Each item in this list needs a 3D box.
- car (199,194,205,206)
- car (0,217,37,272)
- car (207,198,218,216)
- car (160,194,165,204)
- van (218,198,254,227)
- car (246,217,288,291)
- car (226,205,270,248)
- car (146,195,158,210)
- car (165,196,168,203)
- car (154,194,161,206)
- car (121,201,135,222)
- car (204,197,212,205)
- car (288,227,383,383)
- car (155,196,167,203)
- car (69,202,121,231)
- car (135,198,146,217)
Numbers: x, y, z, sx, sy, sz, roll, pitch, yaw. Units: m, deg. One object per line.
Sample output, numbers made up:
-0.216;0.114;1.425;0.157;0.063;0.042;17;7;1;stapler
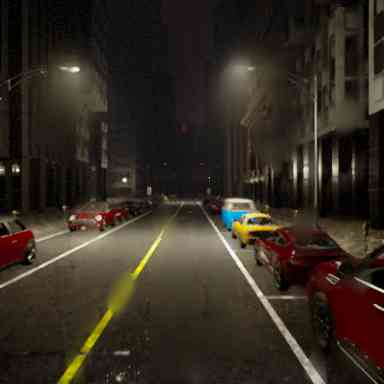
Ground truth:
2.596;1.458;53.495;1.887;1.381;4.507;0;0;0;car
-5.784;1.430;8.637;1.967;1.590;4.097;0;0;0;car
2.668;1.528;31.088;1.802;1.307;4.206;0;0;0;car
-5.929;1.465;53.450;1.887;1.381;4.507;0;0;0;car
2.705;1.305;19.883;1.690;1.788;3.998;0;0;0;van
2.740;1.564;8.679;1.802;1.307;4.206;0;0;0;car
2.722;1.498;14.451;1.752;1.417;4.829;0;0;0;car
-5.893;1.487;42.246;2.008;1.369;4.403;0;0;0;car
-5.947;1.228;59.052;2.192;1.841;5.009;0;0;0;car
-5.911;1.454;47.678;1.752;1.417;4.829;0;0;0;car
-5.839;1.544;25.441;1.802;1.307;4.206;0;0;0;car
2.650;1.519;36.689;1.802;1.307;4.206;0;0;0;car
2.759;1.307;3.076;2.192;1.841;5.009;0;0;0;car
-5.965;1.431;64.484;1.752;1.417;4.829;0;0;0;car
-5.821;1.411;19.840;1.967;1.590;4.097;0;0;0;car
-5.857;1.519;31.043;1.947;1.339;4.313;0;0;0;car
